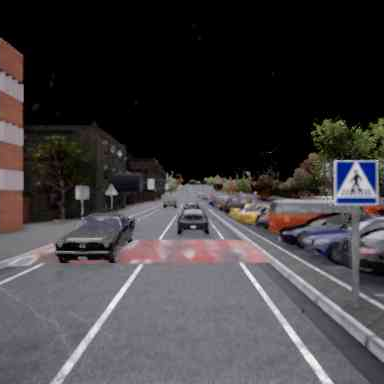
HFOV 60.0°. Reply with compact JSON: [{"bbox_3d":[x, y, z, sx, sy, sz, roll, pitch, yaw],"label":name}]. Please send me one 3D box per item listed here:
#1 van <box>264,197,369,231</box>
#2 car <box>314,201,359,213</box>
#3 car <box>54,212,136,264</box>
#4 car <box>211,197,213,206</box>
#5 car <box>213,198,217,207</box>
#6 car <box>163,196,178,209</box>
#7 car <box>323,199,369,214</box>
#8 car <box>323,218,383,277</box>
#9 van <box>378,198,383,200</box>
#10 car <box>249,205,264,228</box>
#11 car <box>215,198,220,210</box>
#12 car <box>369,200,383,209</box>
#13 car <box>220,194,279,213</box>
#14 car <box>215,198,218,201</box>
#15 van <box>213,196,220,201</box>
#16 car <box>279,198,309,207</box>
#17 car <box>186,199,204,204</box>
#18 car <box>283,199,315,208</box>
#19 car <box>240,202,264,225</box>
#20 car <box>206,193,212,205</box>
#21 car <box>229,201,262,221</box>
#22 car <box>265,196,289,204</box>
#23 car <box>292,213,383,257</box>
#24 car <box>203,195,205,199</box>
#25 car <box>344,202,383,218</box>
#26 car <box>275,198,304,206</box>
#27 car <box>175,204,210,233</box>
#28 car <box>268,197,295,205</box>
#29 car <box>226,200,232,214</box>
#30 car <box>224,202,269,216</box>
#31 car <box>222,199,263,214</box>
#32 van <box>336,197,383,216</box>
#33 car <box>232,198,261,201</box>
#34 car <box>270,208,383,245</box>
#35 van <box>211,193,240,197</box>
[{"bbox_3d":[6.266,1.382,17.135,4.442,1.987,1.878,0,-1,-1],"label":"van"},{"bbox_3d":[18.518,1.915,42.729,4.792,1.488,2.163,0,-1,-1],"label":"car"},{"bbox_3d":[-3.357,1.531,12.384,1.895,1.301,4.718,0,5,0],"label":"car"},{"bbox_3d":[5.814,1.969,53.884,4.674,1.452,2.002,0,0,-1],"label":"car"},{"bbox_3d":[5.866,1.979,48.219,4.674,1.452,2.002,0,-1,-1],"label":"car"},{"bbox_3d":[-3.586,1.652,55.512,2.150,2.045,5.566,0,0,0],"label":"car"},{"bbox_3d":[18.479,1.730,40.033,4.553,1.767,2.185,0,-1,-1],"label":"car"},{"bbox_3d":[6.224,1.555,8.654,4.674,1.452,2.002,0,-1,-1],"label":"car"},{"bbox_3d":[18.702,1.537,31.439,4.442,1.987,1.878,0,-1,-1],"label":"van"},{"bbox_3d":[6.121,1.678,19.956,4.674,1.452,2.002,0,-1,-1],"label":"car"},{"bbox_3d":[5.910,1.882,42.560,5.008,1.535,2.097,0,-1,-1],"label":"car"},{"bbox_3d":[18.616,1.733,28.739,5.008,1.535,2.097,0,-1,-1],"label":"car"},{"bbox_3d":[6.022,1.540,34.087,5.566,2.045,2.435,0,-1,-1],"label":"car"},{"bbox_3d":[5.887,1.953,45.385,4.674,1.452,2.002,0,-1,-1],"label":"car"},{"bbox_3d":[5.953,1.718,51.178,4.442,1.987,1.878,0,0,-1],"label":"van"},{"bbox_3d":[18.305,1.921,59.818,4.792,1.488,2.163,0,0,-1],"label":"car"},{"bbox_3d":[-0.026,1.854,38.427,2.128,1.511,4.902,0,0,0],"label":"car"},{"bbox_3d":[18.330,1.940,56.994,4.792,1.488,2.163,0,0,-1],"label":"car"},{"bbox_3d":[6.283,1.666,22.784,5.366,1.575,1.946,0,-1,-1],"label":"car"},{"bbox_3d":[5.732,1.639,59.532,5.566,2.045,2.435,0,0,-1],"label":"car"},{"bbox_3d":[5.886,1.696,25.606,5.366,1.575,1.946,0,-1,-1],"label":"car"},{"bbox_3d":[18.203,1.689,70.986,4.553,1.767,2.185,0,0,-1],"label":"car"},{"bbox_3d":[6.204,1.586,11.480,4.674,1.452,2.002,0,-1,-1],"label":"car"},{"bbox_3d":[5.633,1.805,76.489,4.792,1.488,2.163,0,0,-1],"label":"car"},{"bbox_3d":[18.568,1.794,34.261,4.892,1.521,2.231,0,-1,-1],"label":"car"},{"bbox_3d":[18.317,1.874,62.517,4.892,1.521,2.231,0,0,-1],"label":"car"},{"bbox_3d":[0.068,1.718,20.905,1.837,1.490,4.892,0,0,0],"label":"car"},{"bbox_3d":[18.254,1.833,68.288,5.008,1.535,2.097,0,0,-1],"label":"car"},{"bbox_3d":[6.205,1.757,31.260,5.366,1.575,1.946,0,-1,-1],"label":"car"},{"bbox_3d":[5.970,1.861,36.909,4.674,1.452,2.002,0,-1,-1],"label":"car"},{"bbox_3d":[5.973,1.726,39.736,4.553,1.767,2.185,0,-1,-1],"label":"car"},{"bbox_3d":[18.654,1.598,37.089,4.442,1.987,1.878,0,-1,0],"label":"van"},{"bbox_3d":[6.077,1.604,28.434,4.553,1.767,2.185,0,-1,-1],"label":"car"},{"bbox_3d":[6.146,1.606,14.305,4.792,1.488,2.163,0,-1,-1],"label":"car"},{"bbox_3d":[5.902,1.684,56.709,4.442,1.987,1.878,0,0,-1],"label":"van"}]
